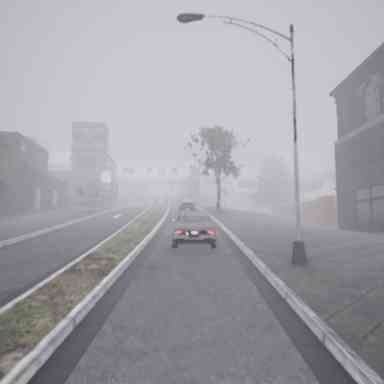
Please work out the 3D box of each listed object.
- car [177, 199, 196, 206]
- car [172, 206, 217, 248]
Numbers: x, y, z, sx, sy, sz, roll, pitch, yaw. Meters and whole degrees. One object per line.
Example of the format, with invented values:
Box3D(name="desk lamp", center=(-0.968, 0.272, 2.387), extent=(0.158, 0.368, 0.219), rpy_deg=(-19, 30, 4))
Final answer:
Box3D(name="car", center=(-0.614, 1.546, 38.093), extent=(1.837, 1.490, 4.892), rpy_deg=(0, 0, -3))
Box3D(name="car", center=(0.071, 1.566, 14.940), extent=(2.033, 1.411, 5.357), rpy_deg=(0, 0, 0))
